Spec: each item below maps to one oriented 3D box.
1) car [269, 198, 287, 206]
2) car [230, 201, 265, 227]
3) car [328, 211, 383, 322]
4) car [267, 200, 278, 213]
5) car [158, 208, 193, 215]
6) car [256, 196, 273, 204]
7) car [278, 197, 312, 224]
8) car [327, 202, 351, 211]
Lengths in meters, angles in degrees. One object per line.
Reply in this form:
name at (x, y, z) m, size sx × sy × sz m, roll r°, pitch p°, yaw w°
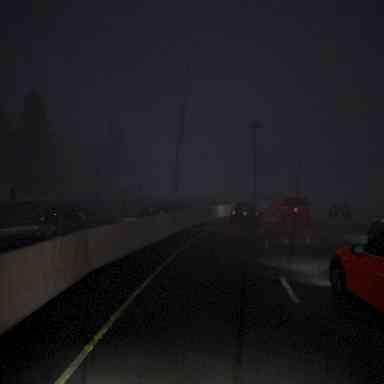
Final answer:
car at (17.405, 1.939, 67.226) m, size 2.033 × 1.411 × 5.357 m, roll 0°, pitch 0°, yaw 30°
car at (4.181, 1.519, 24.784) m, size 2.097 × 1.767 × 4.553 m, roll 0°, pitch 0°, yaw 15°
car at (4.089, 1.394, 5.820) m, size 2.097 × 1.767 × 4.553 m, roll 0°, pitch 0°, yaw 4°
car at (10.617, 1.782, 40.960) m, size 1.837 × 1.490 × 4.892 m, roll 0°, pitch -1°, yaw 27°
car at (-1.345, 1.711, 31.153) m, size 1.837 × 1.490 × 4.892 m, roll 0°, pitch -1°, yaw 20°
car at (15.522, 1.674, 70.936) m, size 2.097 × 1.767 × 4.553 m, roll 0°, pitch 0°, yaw 30°
car at (8.411, 1.405, 26.800) m, size 2.150 × 2.045 × 5.566 m, roll 0°, pitch 0°, yaw 18°
car at (13.853, 1.709, 31.328) m, size 2.128 × 1.511 × 4.902 m, roll 0°, pitch 0°, yaw 22°
